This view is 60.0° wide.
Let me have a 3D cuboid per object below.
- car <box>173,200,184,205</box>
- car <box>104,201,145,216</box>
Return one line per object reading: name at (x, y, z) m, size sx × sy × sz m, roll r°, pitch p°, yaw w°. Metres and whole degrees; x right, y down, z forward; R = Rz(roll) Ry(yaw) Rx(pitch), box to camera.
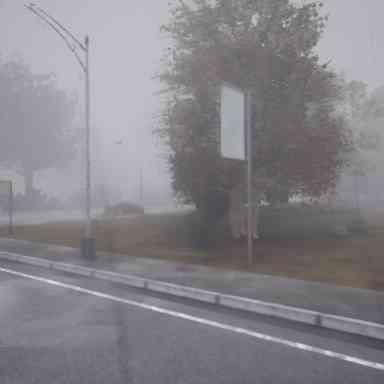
car at (-1.650, 1.839, 61.920) m, size 1.994 × 1.385 × 4.181 m, roll -1°, pitch 0°, yaw 36°
car at (-7.420, 1.748, 36.933) m, size 1.882 × 1.535 × 5.008 m, roll -1°, pitch 0°, yaw 39°
